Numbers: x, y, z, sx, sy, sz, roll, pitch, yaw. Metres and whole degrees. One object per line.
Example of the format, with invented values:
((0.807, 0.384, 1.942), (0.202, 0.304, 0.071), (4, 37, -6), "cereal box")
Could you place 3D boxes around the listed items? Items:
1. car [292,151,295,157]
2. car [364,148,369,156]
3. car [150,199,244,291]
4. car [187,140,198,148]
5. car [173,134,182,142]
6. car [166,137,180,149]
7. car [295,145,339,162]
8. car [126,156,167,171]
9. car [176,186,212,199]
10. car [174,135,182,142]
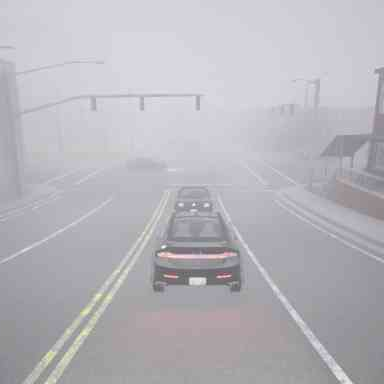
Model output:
((15.991, -5.487, 44.917), (4.553, 1.767, 2.097), (0, 12, 0), "car")
((26.317, -5.607, 44.851), (5.566, 2.045, 2.150), (0, 12, 0), "car")
((0.103, 1.221, 8.333), (2.128, 1.511, 4.902), (0, 4, 0), "car")
((0.117, -9.132, 62.481), (1.994, 1.385, 4.181), (0, 12, 0), "car")
((-3.461, -12.831, 79.004), (1.837, 1.490, 4.892), (0, 12, 0), "car")
((-3.540, -8.503, 59.351), (1.837, 1.490, 4.892), (0, 12, 0), "car")
((15.823, -4.735, 41.499), (4.553, 1.767, 2.097), (0, 12, 0), "car")
((-4.747, -2.996, 34.589), (4.181, 1.385, 1.994), (0, 12, 0), "car")
((0.093, 0.329, 18.037), (1.895, 1.301, 4.718), (0, 8, 0), "car")
((-3.466, -10.615, 69.174), (1.994, 1.385, 4.181), (0, 12, 0), "car")
